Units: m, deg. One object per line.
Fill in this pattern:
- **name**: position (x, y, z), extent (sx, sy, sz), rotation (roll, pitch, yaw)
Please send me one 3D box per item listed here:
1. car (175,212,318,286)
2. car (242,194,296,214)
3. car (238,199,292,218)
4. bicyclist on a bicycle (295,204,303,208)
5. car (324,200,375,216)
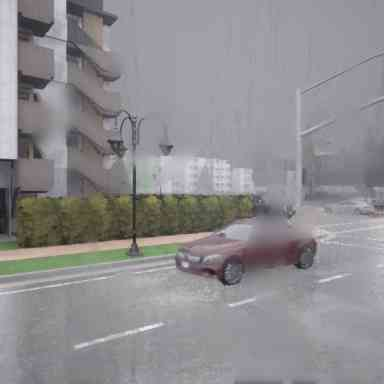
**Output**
- **car**: position (1.729, 1.526, 9.549), extent (4.674, 1.442, 1.812), rotation (0, 0, -36)
- **car**: position (5.740, 1.221, 27.303), extent (2.150, 2.045, 5.566), rotation (0, 0, -38)
- **car**: position (6.845, 1.478, 31.621), extent (1.882, 1.535, 5.008), rotation (0, 0, -37)
- **bicyclist on a bicycle**: position (13.385, 1.301, 41.654), extent (1.656, 1.620, 0.582), rotation (0, 0, -39)
- **car**: position (15.180, 1.526, 32.272), extent (1.812, 1.442, 4.674), rotation (0, 0, -38)
